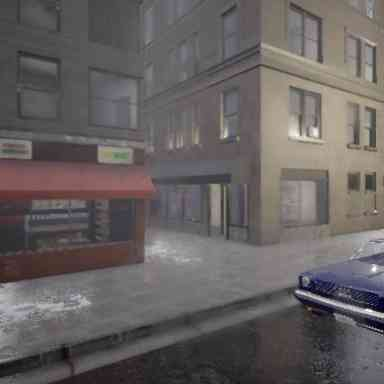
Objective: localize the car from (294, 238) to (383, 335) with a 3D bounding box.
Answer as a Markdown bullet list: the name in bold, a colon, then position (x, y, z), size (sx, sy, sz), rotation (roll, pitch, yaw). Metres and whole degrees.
- **car**: position (4.066, 1.565, 6.207), size (4.718, 1.301, 1.895), rotation (0, 0, -35)
